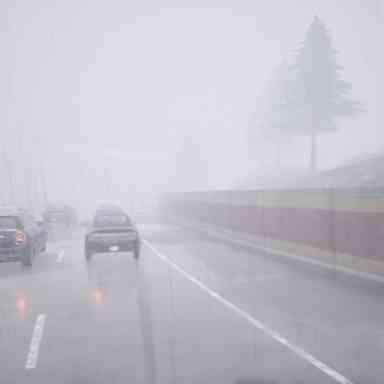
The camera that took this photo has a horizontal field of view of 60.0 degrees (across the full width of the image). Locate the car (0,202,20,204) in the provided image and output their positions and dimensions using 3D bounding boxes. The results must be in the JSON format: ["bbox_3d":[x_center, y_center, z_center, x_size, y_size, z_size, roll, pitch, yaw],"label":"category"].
[{"bbox_3d":[-13.390,1.771,24.694,1.812,1.442,4.674,-1,0,-10],"label":"car"}]

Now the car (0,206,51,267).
[{"bbox_3d":[-6.450,1.468,11.668,2.097,1.767,4.553,0,0,-17],"label":"car"}]

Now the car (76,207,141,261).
[{"bbox_3d":[-3.148,1.582,12.834,2.128,1.511,4.902,0,0,-16],"label":"car"}]

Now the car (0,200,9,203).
[{"bbox_3d":[-33.451,2.132,60.222,2.128,1.511,4.902,-1,0,3],"label":"car"}]

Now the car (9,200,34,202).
[{"bbox_3d":[-29.962,2.119,60.029,2.033,1.411,5.357,-1,0,3],"label":"car"}]

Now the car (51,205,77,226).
[{"bbox_3d":[-9.901,1.706,25.056,2.128,1.511,4.902,-1,0,-11],"label":"car"}]

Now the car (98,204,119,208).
[{"bbox_3d":[-6.612,1.665,26.539,1.882,1.535,5.008,-1,0,-10],"label":"car"}]
